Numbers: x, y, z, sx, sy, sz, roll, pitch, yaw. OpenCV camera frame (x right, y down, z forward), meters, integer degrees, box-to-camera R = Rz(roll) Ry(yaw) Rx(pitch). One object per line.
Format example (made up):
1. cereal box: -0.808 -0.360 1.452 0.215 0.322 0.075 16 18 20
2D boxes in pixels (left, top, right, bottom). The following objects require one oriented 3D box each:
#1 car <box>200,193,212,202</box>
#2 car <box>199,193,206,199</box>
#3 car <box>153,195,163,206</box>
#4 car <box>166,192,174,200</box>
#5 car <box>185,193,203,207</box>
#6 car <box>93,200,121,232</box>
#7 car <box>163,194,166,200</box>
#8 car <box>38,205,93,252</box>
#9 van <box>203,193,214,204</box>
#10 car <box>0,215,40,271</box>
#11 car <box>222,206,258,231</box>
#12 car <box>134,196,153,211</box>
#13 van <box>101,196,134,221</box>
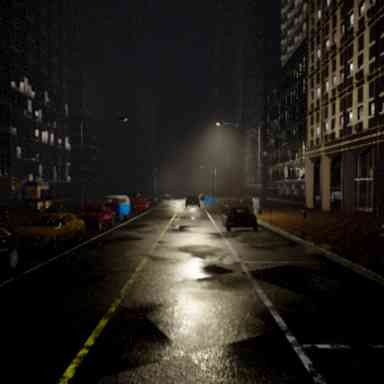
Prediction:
1. car: 2.659 1.030 64.150 1.967 1.590 4.097 -1 0 0
2. car: 2.655 0.988 86.821 1.752 1.417 4.829 -1 0 0
3. car: -5.714 1.240 47.274 2.008 1.369 4.403 -1 0 0
4. car: -5.722 1.076 75.398 2.008 1.369 4.403 -1 0 0
5. car: 0.088 1.184 44.397 1.882 1.535 5.008 0 0 0
6. car: -5.707 1.413 19.149 1.887 1.381 4.507 -1 0 0
7. car: -5.716 1.206 52.899 2.008 1.369 4.403 -1 0 0
8. car: -5.706 1.432 13.354 1.752 1.417 4.829 -1 0 0
9. van: 2.660 0.996 52.901 1.690 1.788 3.998 -1 0 0
10. car: -5.704 1.494 7.899 2.008 1.369 4.403 -1 0 0
11. car: 2.674 1.450 19.152 1.802 1.307 4.206 -1 0 0
12. car: -5.711 1.303 36.023 1.887 1.381 4.507 -1 0 0
13. van: -5.712 1.172 24.772 1.690 1.788 3.998 -1 0 0
